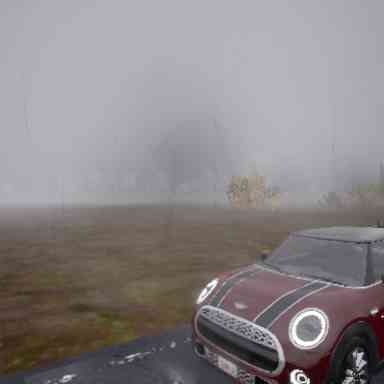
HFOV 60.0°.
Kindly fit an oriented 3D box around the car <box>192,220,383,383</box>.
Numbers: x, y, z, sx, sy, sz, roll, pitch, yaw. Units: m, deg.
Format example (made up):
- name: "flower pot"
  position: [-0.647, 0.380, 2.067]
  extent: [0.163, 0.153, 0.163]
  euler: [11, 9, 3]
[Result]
- name: "car"
  position: [2.193, 1.373, 5.093]
  extent: [4.553, 1.767, 2.097]
  euler: [0, 0, -37]
